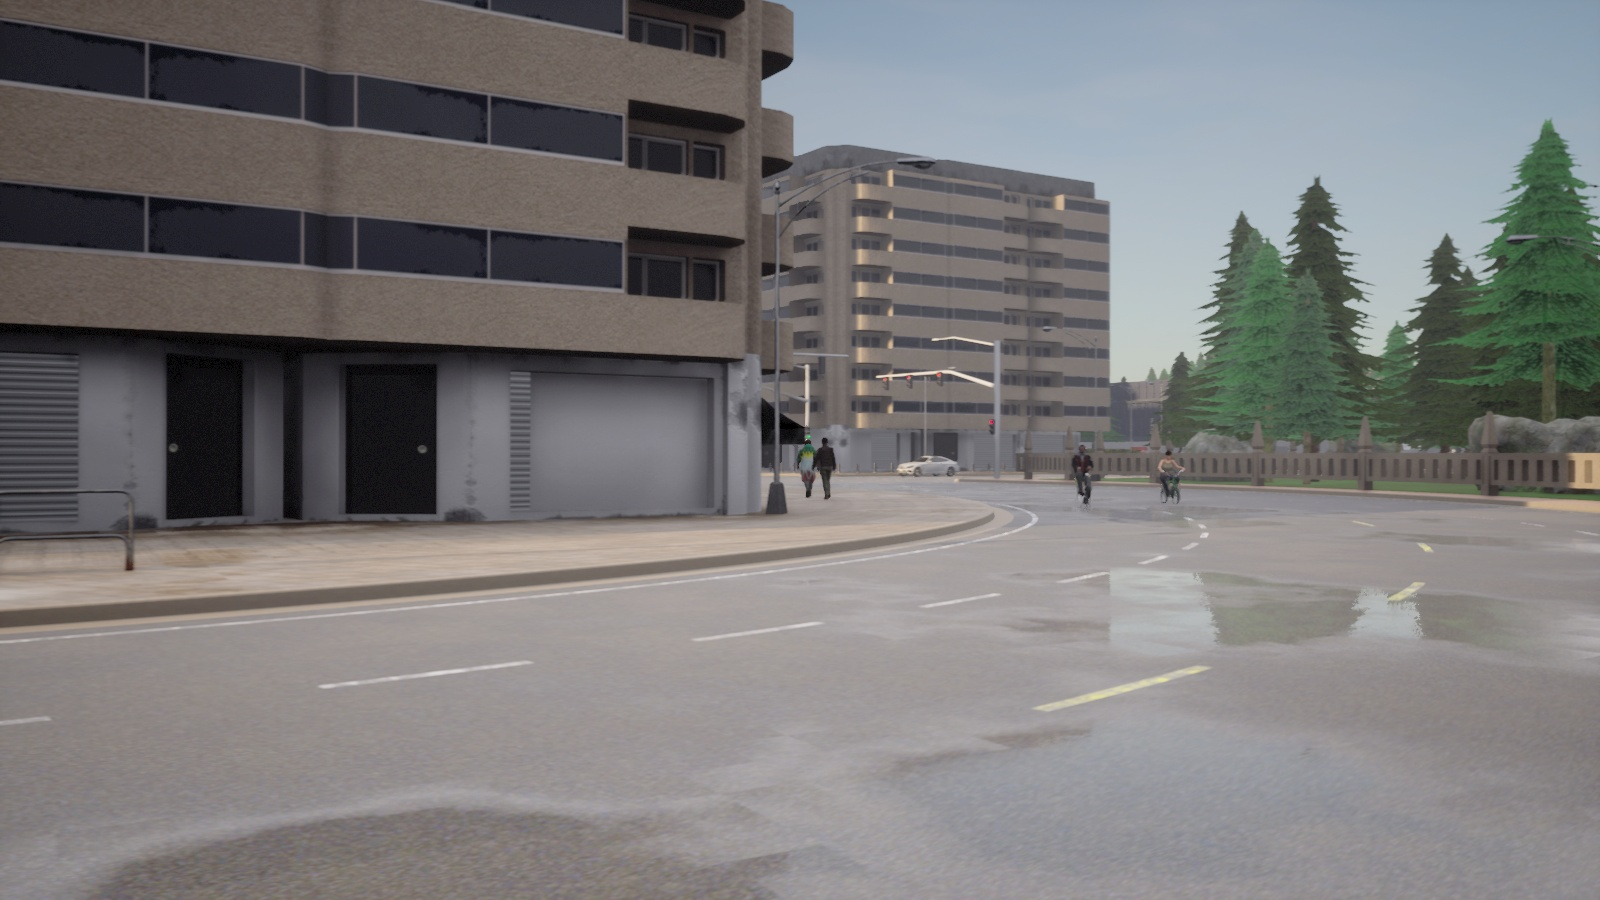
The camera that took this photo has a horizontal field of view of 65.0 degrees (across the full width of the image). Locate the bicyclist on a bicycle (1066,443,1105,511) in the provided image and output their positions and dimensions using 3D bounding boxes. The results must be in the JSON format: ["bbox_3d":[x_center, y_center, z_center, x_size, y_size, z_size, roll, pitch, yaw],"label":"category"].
[{"bbox_3d":[7.606,0.706,33.505,0.659,1.776,1.843,-1,0,2],"label":"bicyclist on a bicycle"}]

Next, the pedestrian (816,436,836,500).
[{"bbox_3d":[0.758,0.519,36.712,0.431,1.840,0.703,0,0,-10],"label":"pedestrian"}]

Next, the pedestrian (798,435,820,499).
[{"bbox_3d":[0.290,0.528,39.026,0.659,1.952,0.873,0,0,2],"label":"pedestrian"}]

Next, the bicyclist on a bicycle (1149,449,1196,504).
[{"bbox_3d":[11.089,0.776,37.459,0.866,1.612,1.509,-1,0,-4],"label":"bicyclist on a bicycle"}]

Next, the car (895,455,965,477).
[{"bbox_3d":[8.965,1.090,86.646,4.674,1.442,1.812,0,0,-31],"label":"car"}]
